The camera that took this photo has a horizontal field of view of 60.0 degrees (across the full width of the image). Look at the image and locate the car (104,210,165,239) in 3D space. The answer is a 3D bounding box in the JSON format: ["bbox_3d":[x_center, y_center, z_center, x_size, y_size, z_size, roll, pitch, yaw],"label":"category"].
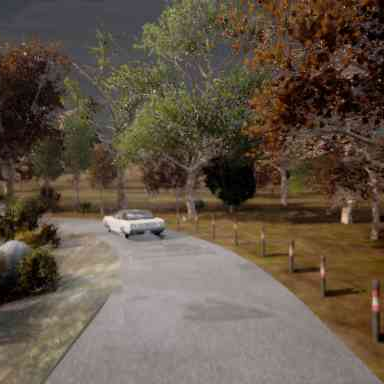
[{"bbox_3d":[-3.194,1.575,17.460,1.895,1.301,4.718,-3,2,-30],"label":"car"}]
